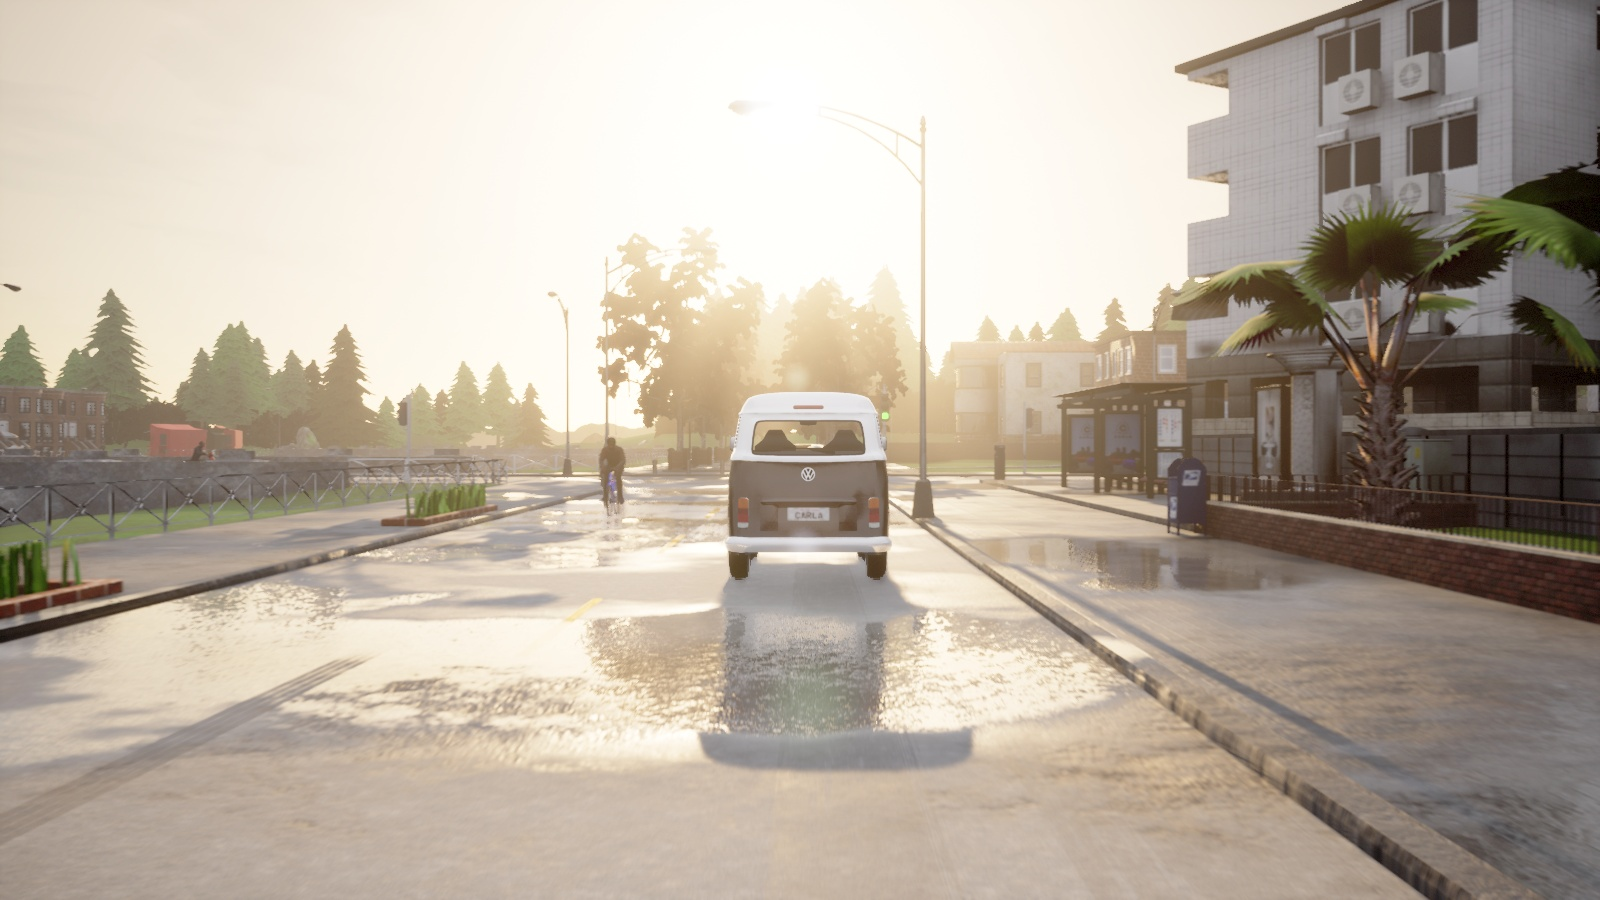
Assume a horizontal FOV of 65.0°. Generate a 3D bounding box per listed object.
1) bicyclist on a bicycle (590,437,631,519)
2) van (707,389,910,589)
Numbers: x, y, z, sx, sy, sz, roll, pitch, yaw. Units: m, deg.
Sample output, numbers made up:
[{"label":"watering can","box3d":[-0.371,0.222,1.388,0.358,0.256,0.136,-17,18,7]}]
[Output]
[{"label":"bicyclist on a bicycle","box3d":[-3.850,0.552,25.646,0.582,1.620,1.656,0,1,0]},{"label":"van","box3d":[0.101,0.385,15.021,2.069,2.038,4.480,0,0,0]}]
